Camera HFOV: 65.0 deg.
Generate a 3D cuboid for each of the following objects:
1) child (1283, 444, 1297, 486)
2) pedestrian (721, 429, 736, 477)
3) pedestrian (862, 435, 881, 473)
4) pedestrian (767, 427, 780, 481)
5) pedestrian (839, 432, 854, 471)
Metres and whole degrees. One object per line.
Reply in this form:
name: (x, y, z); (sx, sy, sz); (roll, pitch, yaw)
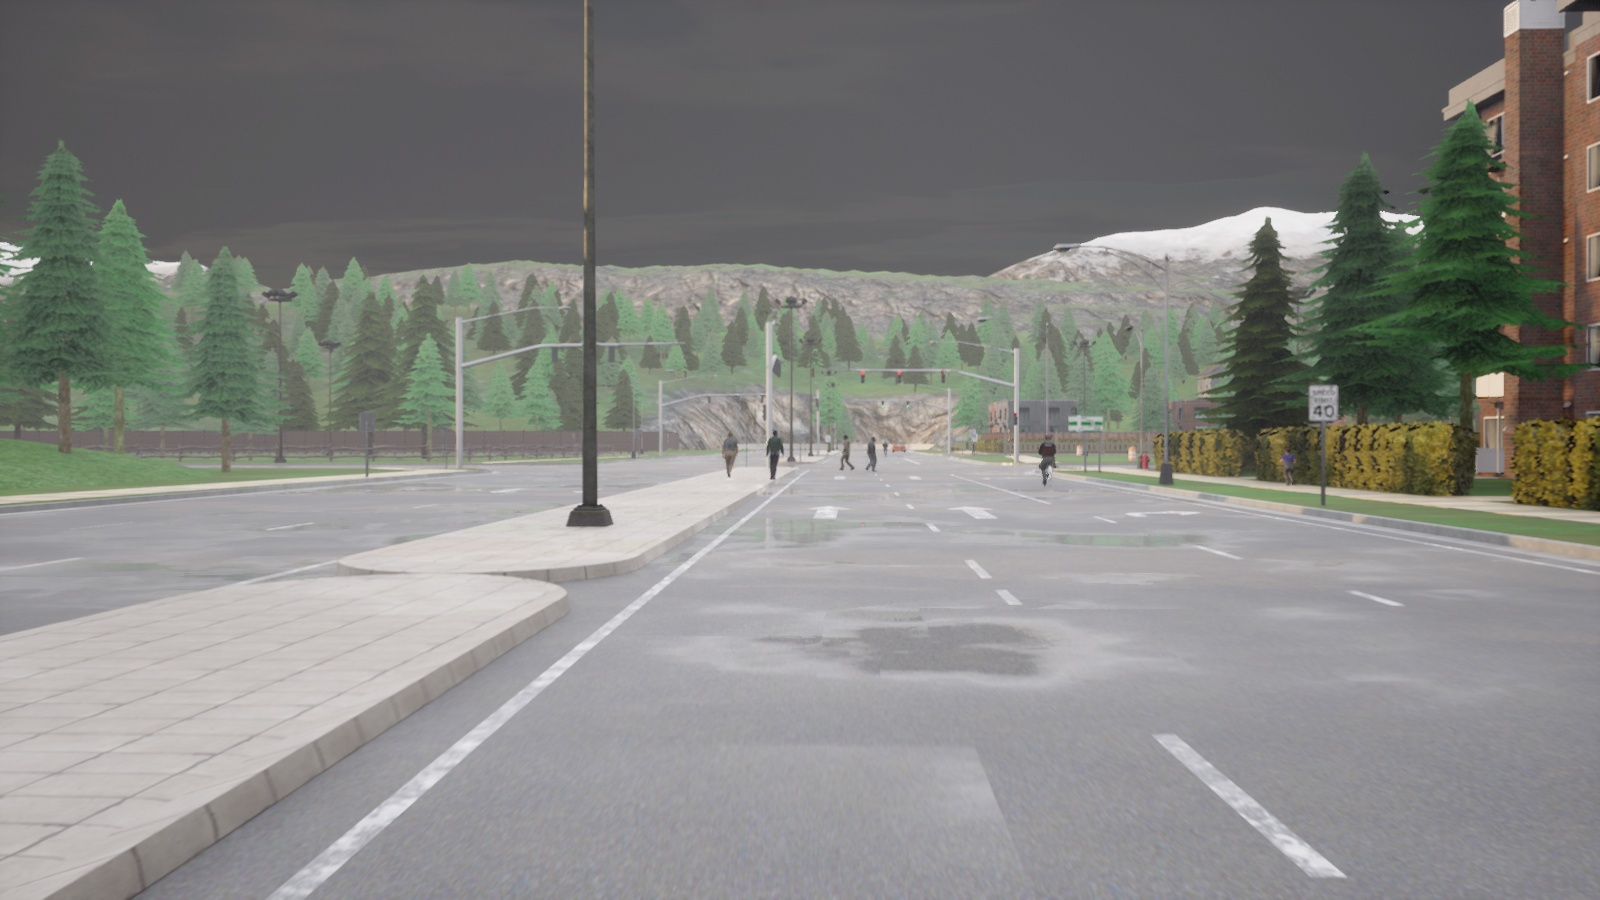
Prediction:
child: (14.948, 0.458, 38.319); (0.270, 1.263, 0.437); (0, 0, 2)
pedestrian: (-2.747, 0.118, 48.403); (0.540, 1.848, 0.694); (0, 0, 2)
pedestrian: (3.560, 0.177, 62.656); (0.849, 1.883, 0.563); (0, 0, -8)
pedestrian: (-0.961, 0.133, 45.602); (0.423, 1.949, 0.788); (0, 0, 2)
pedestrian: (2.300, 0.086, 61.933); (0.692, 1.930, 0.396); (0, 0, 5)
